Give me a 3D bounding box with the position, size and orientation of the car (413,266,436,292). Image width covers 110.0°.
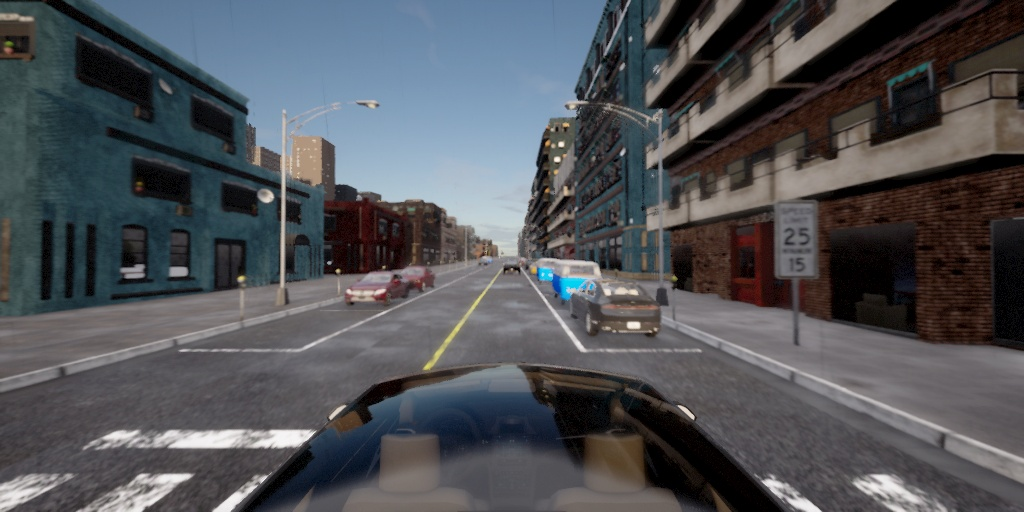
[{"bbox_3d":[-5.696,1.289,21.243,1.888,1.381,4.507,0,0,0],"label":"car"}]

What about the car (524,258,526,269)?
[{"bbox_3d":[2.675,1.291,49.186,1.948,1.339,4.313,0,0,0],"label":"car"}]

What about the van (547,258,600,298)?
[{"bbox_3d":[2.686,1.087,15.700,1.690,1.789,3.998,0,0,0],"label":"van"}]

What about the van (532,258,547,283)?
[{"bbox_3d":[2.683,1.083,26.863,1.690,1.789,3.998,0,0,0],"label":"van"}]

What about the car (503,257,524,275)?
[{"bbox_3d":[-0.013,1.212,39.188,1.882,1.535,5.008,0,0,0],"label":"car"}]

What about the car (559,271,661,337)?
[{"bbox_3d":[2.689,1.299,10.121,2.007,1.370,4.403,0,0,0],"label":"car"}]

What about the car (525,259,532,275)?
[{"bbox_3d":[2.678,1.261,38.194,1.751,1.417,4.829,0,0,0],"label":"car"}]

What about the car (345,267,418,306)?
[{"bbox_3d":[-5.695,1.328,15.662,1.802,1.307,4.207,0,0,0],"label":"car"}]
